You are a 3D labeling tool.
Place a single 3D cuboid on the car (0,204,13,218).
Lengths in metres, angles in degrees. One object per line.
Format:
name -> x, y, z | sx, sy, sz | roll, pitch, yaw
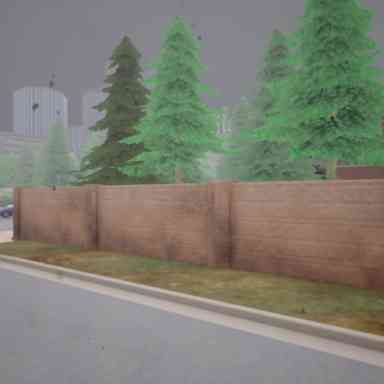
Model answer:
car -> -17.027, 1.734, 32.753 | 1.812, 1.442, 4.674 | 0, 0, 35
